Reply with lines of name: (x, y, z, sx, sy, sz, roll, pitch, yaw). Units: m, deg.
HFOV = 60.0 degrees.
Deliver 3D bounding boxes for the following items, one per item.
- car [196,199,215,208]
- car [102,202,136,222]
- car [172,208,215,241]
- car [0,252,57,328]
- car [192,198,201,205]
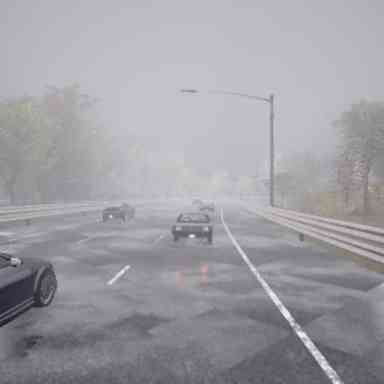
car: (1.990, 1.880, 42.668, 1.895, 1.301, 4.718, 0, 0, 5)
car: (-6.146, 1.662, 28.390, 1.837, 1.490, 4.892, 0, 0, 4)
car: (0.136, 1.708, 17.251, 1.895, 1.301, 4.718, 0, 0, 3)
car: (-3.916, 1.582, 5.414, 1.994, 1.385, 4.181, 0, 0, 2)
car: (1.179, 1.959, 68.076, 1.837, 1.490, 4.892, 0, 0, 7)
